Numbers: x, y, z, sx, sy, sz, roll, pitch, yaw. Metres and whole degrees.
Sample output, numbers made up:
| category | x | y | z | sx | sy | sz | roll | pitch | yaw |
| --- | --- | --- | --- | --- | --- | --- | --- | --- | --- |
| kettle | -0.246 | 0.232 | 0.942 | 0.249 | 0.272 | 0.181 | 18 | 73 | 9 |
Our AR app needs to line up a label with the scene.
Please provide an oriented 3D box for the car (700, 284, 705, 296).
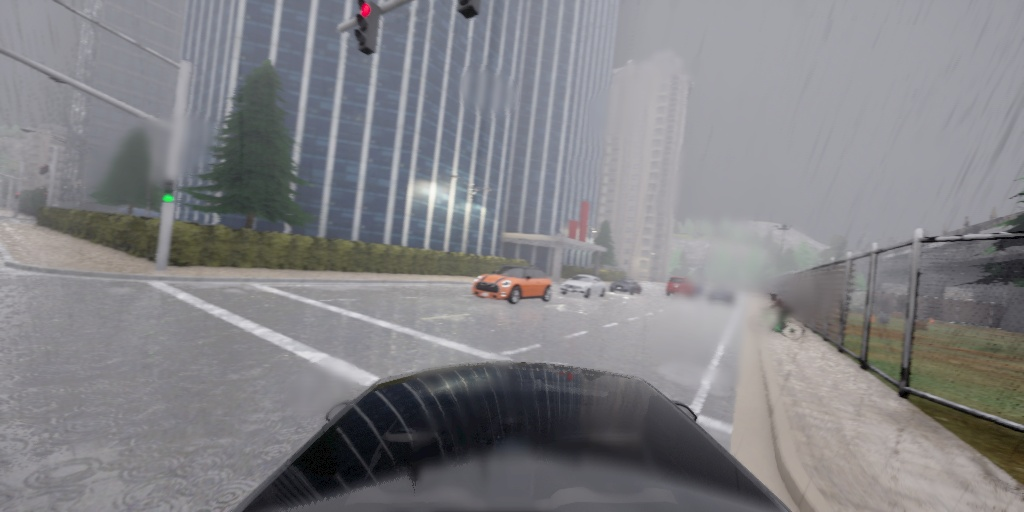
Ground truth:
| category | x | y | z | sx | sy | sz | roll | pitch | yaw |
| --- | --- | --- | --- | --- | --- | --- | --- | --- | --- |
| car | 23.658 | 4.280 | 46.382 | 1.882 | 1.535 | 5.008 | 6 | 0 | 34 |

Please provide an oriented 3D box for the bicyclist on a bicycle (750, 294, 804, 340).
| category | x | y | z | sx | sy | sz | roll | pitch | yaw |
| --- | --- | --- | --- | --- | --- | --- | --- | --- | --- |
| bicyclist on a bicycle | 9.943 | 2.251 | 13.431 | 1.656 | 1.620 | 0.582 | 6 | -1 | 34 |

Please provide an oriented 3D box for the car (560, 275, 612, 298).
| category | x | y | z | sx | sy | sz | roll | pitch | yaw |
| --- | --- | --- | --- | --- | --- | --- | --- | --- | --- |
| car | 5.020 | 2.029 | 24.699 | 1.812 | 1.442 | 4.674 | 6 | -1 | 34 |

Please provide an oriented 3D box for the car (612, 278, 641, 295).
| category | x | y | z | sx | sy | sz | roll | pitch | yaw |
| --- | --- | --- | --- | --- | --- | --- | --- | --- | --- |
| car | 10.500 | 2.761 | 32.976 | 1.994 | 1.385 | 4.181 | 6 | -1 | 34 |

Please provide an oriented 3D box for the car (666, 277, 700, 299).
| category | x | y | z | sx | sy | sz | roll | pitch | yaw |
| --- | --- | --- | --- | --- | --- | --- | --- | --- | --- |
| car | 17.471 | 3.237 | 36.922 | 2.150 | 2.045 | 5.566 | 6 | -1 | 34 |

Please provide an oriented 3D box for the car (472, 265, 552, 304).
| category | x | y | z | sx | sy | sz | roll | pitch | yaw |
| --- | --- | --- | --- | --- | --- | --- | --- | --- | --- |
| car | 0.143 | 1.236 | 17.312 | 2.097 | 1.767 | 4.553 | 6 | -1 | 34 |

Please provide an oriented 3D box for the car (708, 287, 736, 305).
| category | x | y | z | sx | sy | sz | roll | pitch | yaw |
| --- | --- | --- | --- | --- | --- | --- | --- | --- | --- |
| car | 20.645 | 3.925 | 35.439 | 1.994 | 1.385 | 4.181 | 6 | -1 | 34 |
